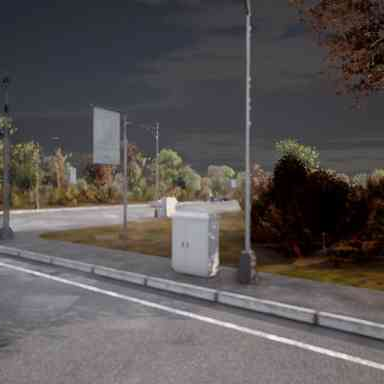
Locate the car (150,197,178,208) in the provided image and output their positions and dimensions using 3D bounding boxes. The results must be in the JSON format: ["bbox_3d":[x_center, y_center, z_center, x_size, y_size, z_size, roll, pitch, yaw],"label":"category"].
[{"bbox_3d":[-3.709,1.404,45.060,1.812,1.442,4.674,0,0,33],"label":"car"}]

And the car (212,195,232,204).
[{"bbox_3d":[5.343,1.206,59.113,2.128,1.511,4.902,0,0,33],"label":"car"}]
